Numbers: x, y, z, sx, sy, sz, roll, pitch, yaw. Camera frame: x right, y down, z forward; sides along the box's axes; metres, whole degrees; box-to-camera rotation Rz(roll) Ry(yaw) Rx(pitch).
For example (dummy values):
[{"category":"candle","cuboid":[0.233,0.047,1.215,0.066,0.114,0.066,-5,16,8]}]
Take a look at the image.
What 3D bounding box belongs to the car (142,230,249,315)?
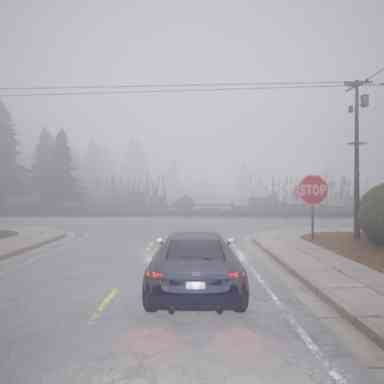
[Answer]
[{"category":"car","cuboid":[0.071,1.560,7.669,1.994,1.385,4.181,0,0,0]}]
